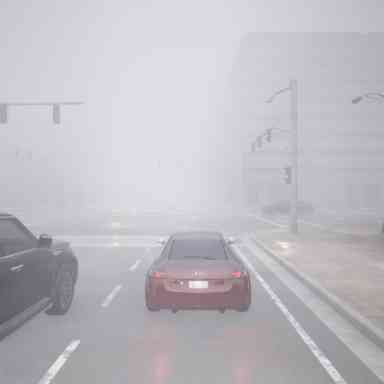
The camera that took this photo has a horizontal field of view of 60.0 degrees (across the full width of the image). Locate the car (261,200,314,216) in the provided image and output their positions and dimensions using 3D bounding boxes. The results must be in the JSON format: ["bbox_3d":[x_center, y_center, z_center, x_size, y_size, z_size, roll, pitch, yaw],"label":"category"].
[{"bbox_3d":[9.159,1.504,31.976,4.892,1.490,1.837,0,0,0],"label":"car"}]

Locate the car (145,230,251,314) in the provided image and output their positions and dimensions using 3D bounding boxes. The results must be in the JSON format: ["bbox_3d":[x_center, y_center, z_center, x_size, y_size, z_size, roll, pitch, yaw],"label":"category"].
[{"bbox_3d":[0.113,1.564,7.723,1.994,1.385,4.181,0,0,0],"label":"car"}]

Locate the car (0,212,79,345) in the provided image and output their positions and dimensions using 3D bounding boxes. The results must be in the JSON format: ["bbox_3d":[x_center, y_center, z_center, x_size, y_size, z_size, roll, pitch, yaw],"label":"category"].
[{"bbox_3d":[-3.397,1.221,4.398,2.150,2.045,5.566,0,0,1],"label":"car"}]
